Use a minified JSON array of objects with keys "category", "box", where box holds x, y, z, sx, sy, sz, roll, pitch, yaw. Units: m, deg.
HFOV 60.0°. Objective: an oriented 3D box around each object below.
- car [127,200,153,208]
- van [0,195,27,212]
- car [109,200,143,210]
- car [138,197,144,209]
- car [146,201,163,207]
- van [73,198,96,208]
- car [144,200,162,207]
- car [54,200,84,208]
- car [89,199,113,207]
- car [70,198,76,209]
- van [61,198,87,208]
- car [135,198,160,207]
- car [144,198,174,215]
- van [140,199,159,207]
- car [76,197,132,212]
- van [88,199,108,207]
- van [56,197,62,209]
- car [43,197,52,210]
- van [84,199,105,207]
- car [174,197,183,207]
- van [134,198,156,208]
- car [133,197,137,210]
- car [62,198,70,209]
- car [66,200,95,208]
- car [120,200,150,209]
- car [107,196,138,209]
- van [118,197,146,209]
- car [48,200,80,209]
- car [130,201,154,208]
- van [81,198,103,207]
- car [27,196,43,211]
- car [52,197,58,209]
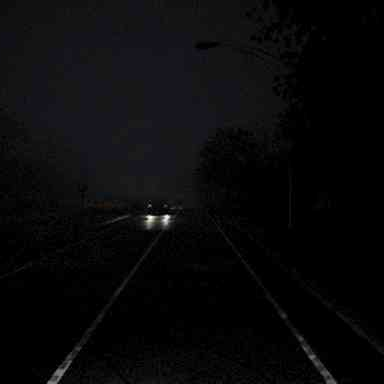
[{"category":"car","box":[-10.260,2.424,66.114,4.792,1.488,2.163,0,-2,0]},{"category":"van","box":[-23.512,1.447,41.271,4.442,1.987,1.878,0,-1,0]},{"category":"car","box":[-10.334,2.007,52.241,4.792,1.488,2.163,0,-2,0]},{"category":"car","box":[-10.278,1.643,49.474,5.566,2.045,2.435,0,-2,0]},{"category":"car","box":[-10.234,3.256,91.068,4.553,1.767,2.185,0,-3,0]},{"category":"van","box":[-23.247,2.340,71.848,4.442,1.987,1.878,0,-2,0]},{"category":"car","box":[-10.237,3.128,88.295,4.553,1.767,2.185,0,-3,0]},{"category":"car","box":[-23.367,2.318,63.535,4.892,1.521,2.231,0,-2,0]},{"category":"car","box":[-23.322,2.875,85.548,5.566,2.045,2.435,0,-3,0]},{"category":"car","box":[-23.373,2.146,57.872,5.008,1.535,2.097,0,-2,0]},{"category":"van","box":[-23.487,2.174,66.311,4.442,1.987,1.878,0,-2,0]},{"category":"car","box":[-10.307,2.491,77.207,5.566,2.045,2.435,0,-3,0]},{"category":"car","box":[-3.330,1.431,34.117,2.097,1.767,4.553,0,-1,0]},{"category":"van","box":[-10.160,2.644,79.979,4.442,1.987,1.878,0,-3,0]},{"category":"car","box":[-10.132,1.608,38.381,5.366,1.575,1.946,0,-1,0]},{"category":"van","box":[-23.470,2.773,82.779,4.442,1.987,1.878,0,-3,0]},{"category":"van","box":[-23.500,1.758,52.466,4.442,1.987,1.878,0,-2,0]},{"category":"car","box":[-23.204,1.817,46.923,5.366,1.575,1.946,0,-2,0]},{"category":"van","box":[-23.472,2.651,80.137,4.442,1.987,1.878,0,-3,0]},{"category":"car","box":[-3.218,2.224,74.399,2.150,2.045,5.566,0,-2,0]},{"category":"van","box":[-10.168,2.335,71.673,4.442,1.987,1.878,0,-2,0]},{"category":"car","box":[-10.319,1.738,43.921,5.008,1.535,2.097,0,-2,0]},{"category":"car","box":[-23.349,1.942,55.231,4.553,1.767,2.185,0,-2,0]},{"category":"car","box":[-23.182,2.480,69.074,5.366,1.575,1.946,0,-2,0]},{"category":"car","box":[-10.301,2.227,60.567,5.008,1.535,2.097,0,-2,0]},{"category":"car","box":[-10.341,1.688,46.700,4.553,1.767,2.185,0,-2,0]},{"category":"van","box":[-10.415,1.919,57.798,4.442,1.987,1.878,0,-2,0]},{"category":"car","box":[-23.370,2.233,60.766,5.008,1.535,2.097,0,-2,0]},{"category":"car","box":[-10.290,2.517,68.890,4.674,1.452,2.002,0,-2,0]},{"category":"van","box":[-23.242,2.517,77.237,4.442,1.987,1.878,0,-2,0]},{"category":"car","box":[-23.420,1.491,44.163,5.566,2.045,2.435,0,-1,0]},{"category":"car","box":[-23.380,1.902,49.689,4.892,1.521,2.231,0,-2,0]}]
